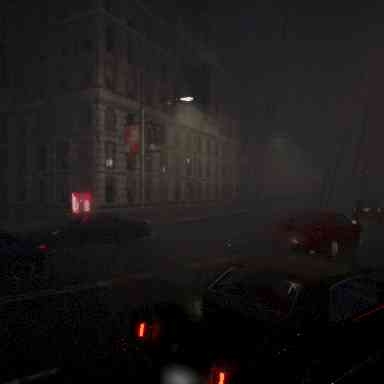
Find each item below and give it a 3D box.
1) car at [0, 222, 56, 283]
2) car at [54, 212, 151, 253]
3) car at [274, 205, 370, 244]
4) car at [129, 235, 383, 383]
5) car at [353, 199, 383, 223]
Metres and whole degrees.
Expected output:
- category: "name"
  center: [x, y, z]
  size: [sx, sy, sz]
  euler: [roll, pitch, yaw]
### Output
- category: "car"
  center: [-5.808, 1.558, 8.094]
  size: [4.181, 1.385, 1.994]
  euler: [0, 0, -35]
- category: "car"
  center: [-4.278, 1.538, 13.476]
  size: [5.357, 1.411, 2.033]
  euler: [0, 0, -41]
- category: "car"
  center: [5.029, 1.472, 12.801]
  size: [1.882, 1.535, 5.008]
  euler: [0, 0, 42]
- category: "car"
  center: [1.636, 1.599, 4.678]
  size: [4.718, 1.301, 1.895]
  euler: [0, 0, -39]
- category: "car"
  center: [13.678, 1.340, 25.857]
  size: [2.097, 1.767, 4.553]
  euler: [0, 0, 30]
